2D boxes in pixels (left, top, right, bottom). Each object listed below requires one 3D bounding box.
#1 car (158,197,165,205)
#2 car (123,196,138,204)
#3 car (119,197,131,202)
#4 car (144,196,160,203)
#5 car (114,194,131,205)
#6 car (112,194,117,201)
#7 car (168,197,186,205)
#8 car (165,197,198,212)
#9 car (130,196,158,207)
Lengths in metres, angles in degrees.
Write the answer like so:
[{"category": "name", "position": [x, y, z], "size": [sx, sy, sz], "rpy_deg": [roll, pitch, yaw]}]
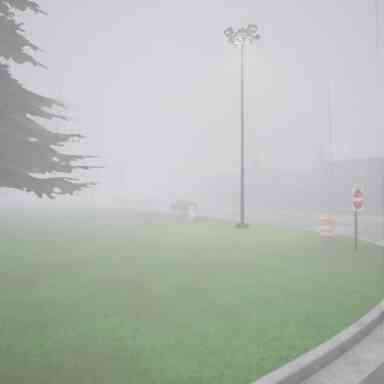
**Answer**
[{"category": "car", "position": [-6.418, 1.767, 66.299], "size": [1.812, 1.442, 4.674], "rpy_deg": [0, 0, -27]}, {"category": "car", "position": [-13.465, 1.737, 72.358], "size": [1.882, 1.535, 5.008], "rpy_deg": [0, 0, -27]}, {"category": "car", "position": [-17.912, 1.912, 88.675], "size": [1.895, 1.301, 4.718], "rpy_deg": [0, 0, -27]}, {"category": "car", "position": [-9.707, 1.817, 80.362], "size": [2.128, 1.511, 4.902], "rpy_deg": [0, 0, -27]}, {"category": "car", "position": [-12.544, 1.717, 63.086], "size": [2.128, 1.511, 4.902], "rpy_deg": [0, 0, -27]}, {"category": "car", "position": [-18.205, 1.515, 81.586], "size": [2.150, 2.045, 5.566], "rpy_deg": [0, 0, -27]}, {"category": "car", "position": [-3.047, 1.752, 67.396], "size": [1.837, 1.490, 4.892], "rpy_deg": [0, 0, -27]}, {"category": "car", "position": [-1.078, 1.642, 40.801], "size": [2.128, 1.511, 4.902], "rpy_deg": [0, 0, -27]}, {"category": "car", "position": [-7.873, 1.686, 54.034], "size": [2.128, 1.511, 4.902], "rpy_deg": [0, 0, -27]}]
